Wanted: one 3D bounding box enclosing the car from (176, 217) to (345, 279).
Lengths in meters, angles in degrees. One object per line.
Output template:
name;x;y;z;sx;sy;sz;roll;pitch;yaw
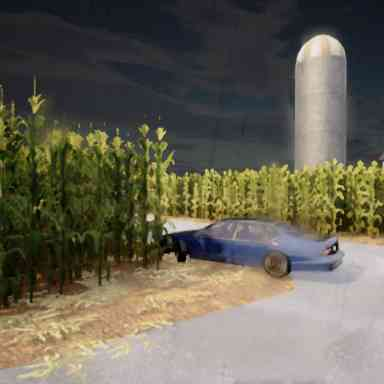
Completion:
car;1.477;1.446;9.737;5.357;1.411;2.033;0;0;33
